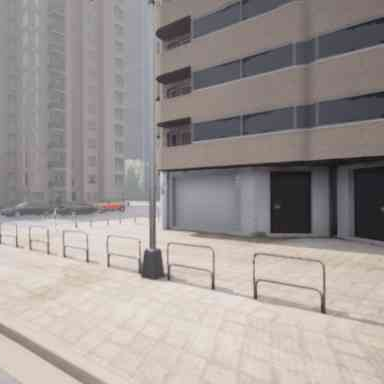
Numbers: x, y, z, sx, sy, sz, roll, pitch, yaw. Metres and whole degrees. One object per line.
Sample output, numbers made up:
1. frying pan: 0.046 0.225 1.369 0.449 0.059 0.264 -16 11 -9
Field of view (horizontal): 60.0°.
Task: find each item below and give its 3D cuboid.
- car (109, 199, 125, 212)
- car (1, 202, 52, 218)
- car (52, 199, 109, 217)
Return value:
1. car: -10.622 1.635 41.415 2.097 1.767 4.553 0 0 38
2. car: -16.621 1.783 33.778 1.837 1.490 4.892 0 0 38
3. car: -11.458 1.761 34.385 1.837 1.490 4.892 0 0 38
